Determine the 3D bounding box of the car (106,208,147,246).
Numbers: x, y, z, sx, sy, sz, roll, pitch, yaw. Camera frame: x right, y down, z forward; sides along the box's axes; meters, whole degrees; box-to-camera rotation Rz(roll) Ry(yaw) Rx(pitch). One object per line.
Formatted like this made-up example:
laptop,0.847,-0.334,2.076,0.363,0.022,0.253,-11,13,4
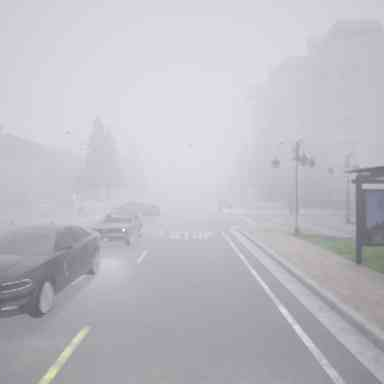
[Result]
car,-3.500,1.640,15.690,1.895,1.301,4.718,0,0,0

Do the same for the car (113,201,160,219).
car,-5.046,1.569,29.028,4.892,1.490,1.837,0,-3,32

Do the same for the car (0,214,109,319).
car,-3.572,1.497,7.695,1.882,1.535,5.008,0,0,0
